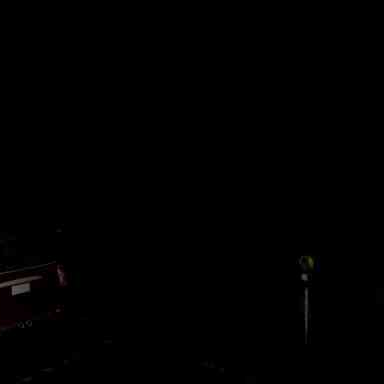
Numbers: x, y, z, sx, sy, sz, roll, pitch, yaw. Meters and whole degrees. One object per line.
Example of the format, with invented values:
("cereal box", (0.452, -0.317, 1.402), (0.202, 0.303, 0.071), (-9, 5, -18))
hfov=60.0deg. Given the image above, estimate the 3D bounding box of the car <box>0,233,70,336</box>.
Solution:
("car", (-4.079, 1.440, 5.988), (4.097, 1.590, 1.967), (0, 0, 36))
